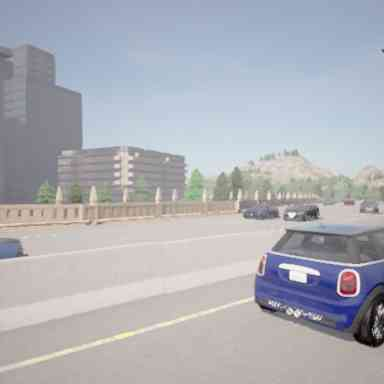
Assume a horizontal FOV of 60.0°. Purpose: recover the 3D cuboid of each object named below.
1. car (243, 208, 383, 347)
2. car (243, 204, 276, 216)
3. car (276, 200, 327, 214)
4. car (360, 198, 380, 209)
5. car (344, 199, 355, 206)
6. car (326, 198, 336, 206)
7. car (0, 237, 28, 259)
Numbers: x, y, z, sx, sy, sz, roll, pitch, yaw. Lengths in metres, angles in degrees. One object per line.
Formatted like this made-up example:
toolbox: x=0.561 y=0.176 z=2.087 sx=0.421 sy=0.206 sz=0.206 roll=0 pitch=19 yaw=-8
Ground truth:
car: x=3.354 y=1.379 z=6.662 sx=4.553 sy=1.767 sz=2.097 roll=0 pitch=0 yaw=-39
car: x=6.250 y=1.731 z=29.698 sx=1.994 sy=1.385 sz=4.181 roll=0 pitch=-1 yaw=38
car: x=9.244 y=1.637 z=27.844 sx=2.128 sy=1.511 sz=4.902 roll=0 pitch=-1 yaw=38
car: x=20.495 y=1.715 z=38.316 sx=1.812 sy=1.442 sz=4.674 roll=0 pitch=-1 yaw=30
car: x=29.749 y=1.929 z=62.780 sx=1.895 sy=1.301 sz=4.718 roll=-1 pitch=0 yaw=28
car: x=26.868 y=1.903 z=64.817 sx=2.033 sy=1.411 sz=5.357 roll=-1 pitch=0 yaw=28
car: x=-6.829 y=1.592 z=7.779 sx=5.357 sy=1.411 sz=2.033 roll=0 pitch=0 yaw=-35
